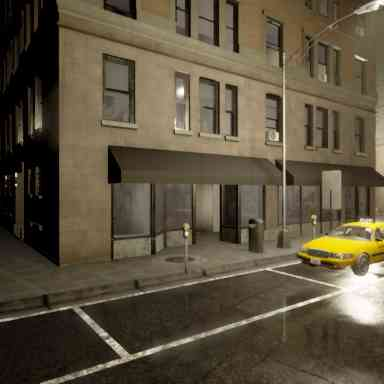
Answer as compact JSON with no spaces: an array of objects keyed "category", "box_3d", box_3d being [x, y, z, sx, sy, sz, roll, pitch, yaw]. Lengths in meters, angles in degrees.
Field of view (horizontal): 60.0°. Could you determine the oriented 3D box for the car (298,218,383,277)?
[{"category":"car","box_3d":[5.253,1.526,10.273,4.829,1.417,1.752,0,0,-35]}]
